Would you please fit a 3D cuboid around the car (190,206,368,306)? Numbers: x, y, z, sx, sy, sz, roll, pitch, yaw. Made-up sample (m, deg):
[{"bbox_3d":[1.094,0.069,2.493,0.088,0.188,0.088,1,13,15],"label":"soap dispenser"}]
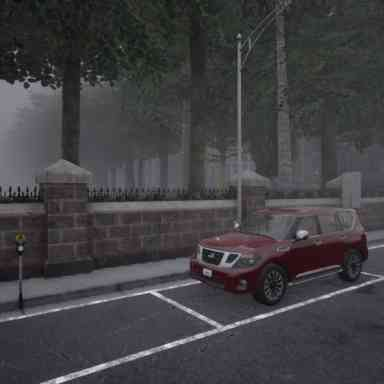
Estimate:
[{"bbox_3d":[2.359,1.314,8.215,5.009,1.841,2.192,0,0,-35],"label":"car"}]
